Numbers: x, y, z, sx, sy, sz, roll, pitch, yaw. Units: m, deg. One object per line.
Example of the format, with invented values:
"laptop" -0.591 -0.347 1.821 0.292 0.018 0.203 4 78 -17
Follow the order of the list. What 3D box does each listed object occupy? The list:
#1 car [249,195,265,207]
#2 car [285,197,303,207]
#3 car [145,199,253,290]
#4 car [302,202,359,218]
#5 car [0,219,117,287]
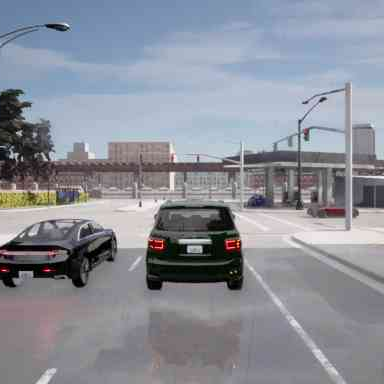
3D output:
"car" 9.651 1.295 49.415 2.242 1.667 4.611 0 0 0
"car" 15.395 1.456 50.184 1.970 1.475 3.806 0 0 0
"car" 0.073 1.221 9.231 2.150 2.045 5.566 0 0 0
"car" 12.355 1.564 29.288 4.181 1.385 1.994 0 0 -1
"car" -3.431 1.492 9.315 2.128 1.511 4.902 0 0 0
